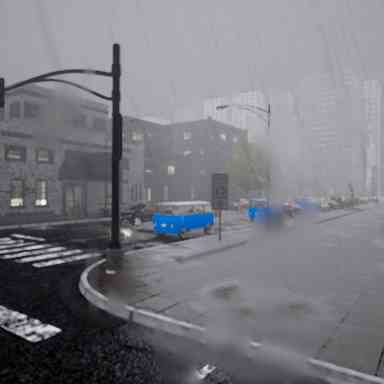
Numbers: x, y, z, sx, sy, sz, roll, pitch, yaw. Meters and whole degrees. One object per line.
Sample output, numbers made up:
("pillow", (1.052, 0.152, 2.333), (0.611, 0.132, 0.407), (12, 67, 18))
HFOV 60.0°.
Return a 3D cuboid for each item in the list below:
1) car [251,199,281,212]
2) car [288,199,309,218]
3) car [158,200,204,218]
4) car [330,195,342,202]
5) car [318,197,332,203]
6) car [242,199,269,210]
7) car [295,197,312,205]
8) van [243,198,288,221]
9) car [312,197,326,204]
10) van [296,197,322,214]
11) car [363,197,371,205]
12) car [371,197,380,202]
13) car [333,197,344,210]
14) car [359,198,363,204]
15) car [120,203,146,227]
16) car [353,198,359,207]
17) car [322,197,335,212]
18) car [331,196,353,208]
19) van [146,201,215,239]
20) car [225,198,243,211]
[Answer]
("car", (9.290, 1.594, 41.569), (1.837, 1.490, 4.892), (1, 0, 35))
("car", (9.176, 1.651, 31.359), (1.887, 1.381, 4.507), (0, 0, 35))
("car", (-0.943, 1.551, 31.517), (1.752, 1.417, 4.829), (0, 0, 35))
("car", (37.155, 1.705, 85.938), (1.967, 1.590, 4.097), (0, 0, 35))
("car", (30.821, 1.785, 76.891), (1.947, 1.339, 4.313), (0, 0, 35))
("car", (8.655, 1.621, 45.228), (1.887, 1.381, 4.507), (0, 0, 35))
("car", (21.322, 1.698, 63.320), (1.887, 1.381, 4.507), (0, 0, 35))
("van", (6.010, 1.432, 26.836), (1.690, 1.788, 3.998), (0, 0, 35))
("car", (27.557, 1.721, 72.228), (1.752, 1.417, 4.829), (0, 0, 35))
("van", (12.344, 1.465, 35.883), (1.690, 1.788, 3.998), (0, 0, 35))
("car", (34.510, 1.806, 67.547), (1.887, 1.381, 4.507), (0, 0, 35))
("car", (44.010, 1.896, 81.117), (1.947, 1.339, 4.313), (0, 0, 35))
("car", (18.676, 1.725, 44.929), (1.947, 1.339, 4.313), (0, 0, 35))
("car", (28.274, 1.744, 58.640), (1.752, 1.417, 4.829), (0, 0, 35))
("car", (-3.445, 1.528, 23.423), (1.837, 1.490, 4.892), (1, 0, 35))
("car", (25.012, 1.513, 53.977), (2.192, 1.841, 5.009), (0, 0, 35))
("car", (15.608, 1.667, 40.546), (1.752, 1.417, 4.829), (0, 0, 35))
("car", (21.845, 1.493, 49.454), (2.192, 1.841, 5.009), (0, 0, 35))
("van", (-0.323, 1.402, 17.789), (1.690, 1.788, 3.998), (0, 0, 35))
("car", (5.489, 1.499, 40.704), (1.967, 1.590, 4.097), (0, 0, 35))
